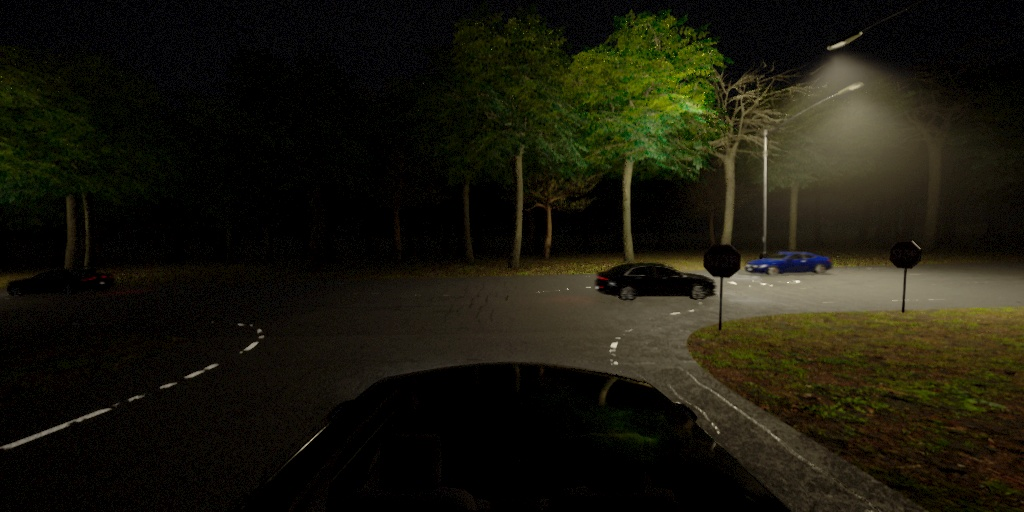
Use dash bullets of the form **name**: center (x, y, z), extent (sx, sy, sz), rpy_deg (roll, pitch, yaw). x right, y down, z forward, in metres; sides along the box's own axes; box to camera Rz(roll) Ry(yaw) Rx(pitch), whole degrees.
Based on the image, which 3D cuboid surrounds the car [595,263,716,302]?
- **car**: center (6.019, 1.054, 15.245), extent (4.892, 1.490, 1.837), rpy_deg (-1, 3, 0)

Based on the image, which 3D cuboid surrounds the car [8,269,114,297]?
- **car**: center (-27.612, 1.572, 21.985), extent (5.008, 1.535, 1.882), rpy_deg (-1, 3, 0)

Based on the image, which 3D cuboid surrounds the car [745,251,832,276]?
- **car**: center (17.094, 0.458, 22.245), extent (4.674, 1.442, 1.812), rpy_deg (-3, 3, 0)
